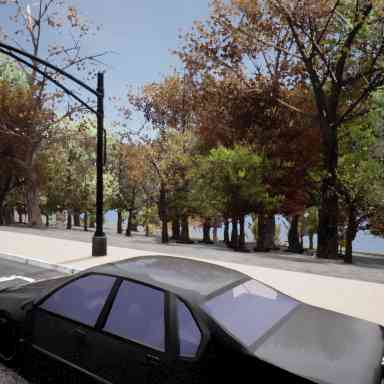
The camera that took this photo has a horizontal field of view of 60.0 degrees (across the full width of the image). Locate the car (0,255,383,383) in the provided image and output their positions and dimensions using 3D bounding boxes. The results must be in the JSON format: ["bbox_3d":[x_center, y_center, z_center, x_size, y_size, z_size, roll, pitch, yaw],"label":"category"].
[{"bbox_3d":[-0.558,1.547,4.076,5.357,1.411,2.033,0,0,35],"label":"car"}]
